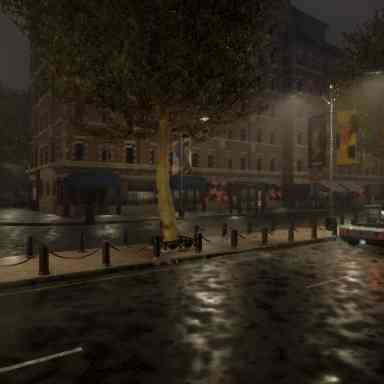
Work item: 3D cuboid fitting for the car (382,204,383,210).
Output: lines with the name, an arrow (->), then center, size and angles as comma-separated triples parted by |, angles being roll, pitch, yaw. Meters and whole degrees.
car -> 24.410, 1.600, 39.577 | 4.181, 1.385, 1.994 | 0, 0, -35

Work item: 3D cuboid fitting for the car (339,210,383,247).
car -> 8.317, 1.616, 13.972 | 4.718, 1.301, 1.895 | 0, 0, -35
